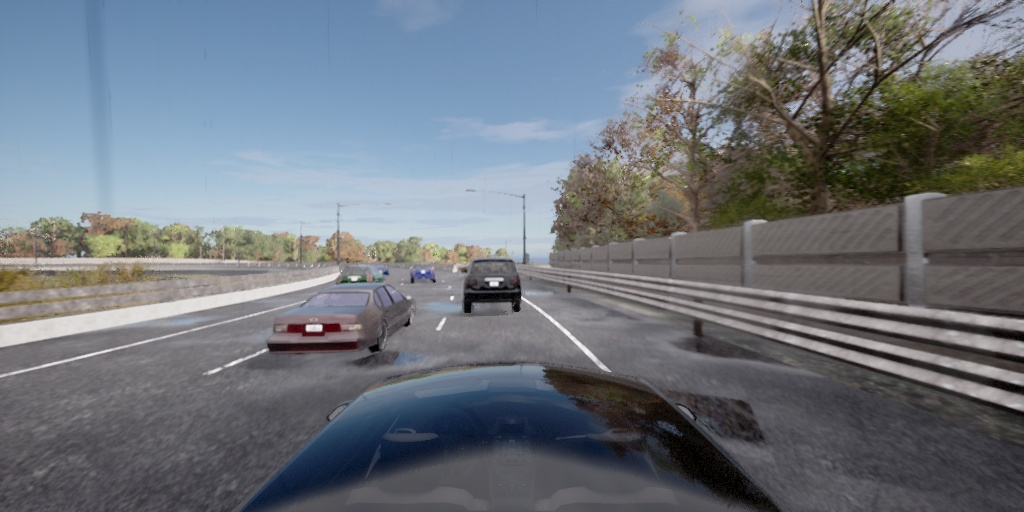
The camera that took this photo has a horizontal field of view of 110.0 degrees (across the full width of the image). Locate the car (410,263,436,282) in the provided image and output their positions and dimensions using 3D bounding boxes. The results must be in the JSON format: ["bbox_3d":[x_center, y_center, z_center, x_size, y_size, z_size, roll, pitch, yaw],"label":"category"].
[{"bbox_3d":[-8.132,1.405,32.604,2.097,1.767,4.553,0,0,-16],"label":"car"}]

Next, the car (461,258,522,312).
[{"bbox_3d":[-0.944,1.090,15.163,2.150,2.045,5.566,0,-1,-7],"label":"car"}]

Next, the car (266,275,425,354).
[{"bbox_3d":[-3.770,1.379,9.020,2.033,1.411,5.357,0,0,-4],"label":"car"}]

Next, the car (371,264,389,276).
[{"bbox_3d":[-17.218,1.783,46.682,1.994,1.385,4.181,0,-1,-24],"label":"car"}]

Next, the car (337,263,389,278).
[{"bbox_3d":[-9.071,1.319,21.832,2.097,1.767,4.553,0,0,-11],"label":"car"}]
